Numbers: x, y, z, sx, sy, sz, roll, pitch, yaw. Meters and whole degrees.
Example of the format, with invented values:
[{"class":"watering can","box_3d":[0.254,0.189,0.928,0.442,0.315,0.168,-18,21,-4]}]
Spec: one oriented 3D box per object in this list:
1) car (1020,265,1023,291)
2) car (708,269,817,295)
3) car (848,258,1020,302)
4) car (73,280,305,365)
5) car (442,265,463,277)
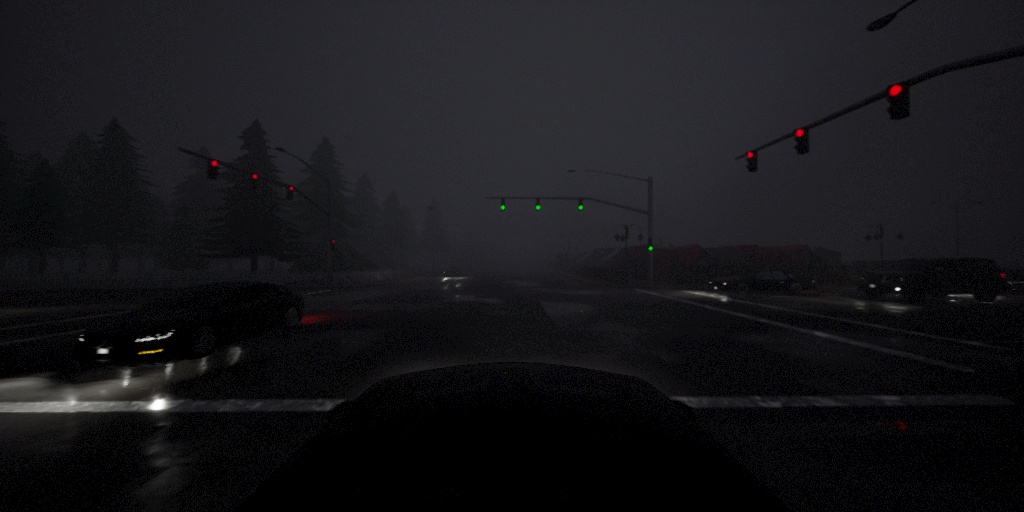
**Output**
[{"class":"car","box_3d":[28.872,1.416,20.935,4.892,1.490,1.837,0,-1,0]},{"class":"car","box_3d":[14.465,1.461,20.839,5.357,1.411,2.033,0,-1,0]},{"class":"car","box_3d":[20.186,1.095,17.376,5.566,2.045,2.150,0,-1,0]},{"class":"car","box_3d":[-6.995,1.388,8.560,1.837,1.490,4.892,0,0,0]},{"class":"car","box_3d":[-6.975,1.805,42.790,1.812,1.442,4.674,0,0,0]}]
